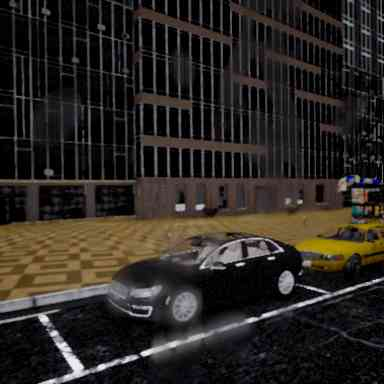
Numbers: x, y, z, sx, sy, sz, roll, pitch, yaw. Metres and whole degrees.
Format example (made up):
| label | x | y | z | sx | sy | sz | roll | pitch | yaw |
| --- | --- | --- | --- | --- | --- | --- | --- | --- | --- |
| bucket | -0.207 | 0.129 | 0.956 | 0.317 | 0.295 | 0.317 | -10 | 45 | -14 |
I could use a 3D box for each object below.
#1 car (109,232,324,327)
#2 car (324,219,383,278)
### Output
| label | x | y | z | sx | sy | sz | roll | pitch | yaw |
| --- | --- | --- | --- | --- | --- | --- | --- | --- | --- |
| car | 0.498 | 1.555 | 6.926 | 4.403 | 1.369 | 2.008 | 0 | -1 | -35 |
| car | 4.940 | 1.535 | 10.093 | 4.829 | 1.417 | 1.752 | 0 | -1 | -35 |
